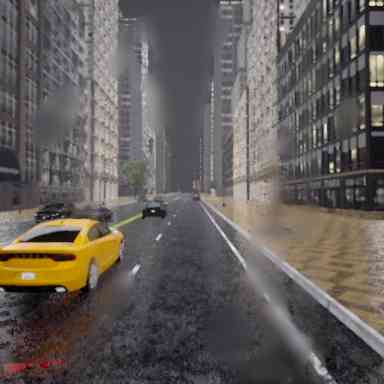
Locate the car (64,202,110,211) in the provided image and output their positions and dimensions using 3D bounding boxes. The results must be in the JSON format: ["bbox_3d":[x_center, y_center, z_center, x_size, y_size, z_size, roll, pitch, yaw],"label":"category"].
[{"bbox_3d":[-6.595,1.520,22.144,1.994,1.385,4.181,0,0,0],"label":"car"}]

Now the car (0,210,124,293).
[{"bbox_3d":[-3.140,1.460,8.868,1.882,1.535,5.008,0,0,0],"label":"car"}]

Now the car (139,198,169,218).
[{"bbox_3d":[-3.148,1.506,29.029,1.994,1.385,4.181,0,0,0],"label":"car"}]

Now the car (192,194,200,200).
[{"bbox_3d":[0.981,1.289,84.265,1.801,1.575,5.366,0,0,0],"label":"car"}]

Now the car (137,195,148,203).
[{"bbox_3d":[-9.754,1.364,65.946,1.837,1.490,4.892,0,1,0],"label":"car"}]

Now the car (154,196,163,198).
[{"bbox_3d":[-6.504,1.427,64.052,2.033,1.411,5.357,0,0,0],"label":"car"}]

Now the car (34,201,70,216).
[{"bbox_3d":[-9.845,1.456,24.526,1.837,1.490,4.892,0,0,0],"label":"car"}]

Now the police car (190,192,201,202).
[{"bbox_3d":[0.980,1.278,74.183,1.930,1.638,5.238,0,0,0],"label":"police car"}]
